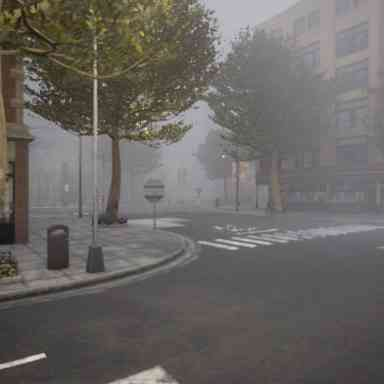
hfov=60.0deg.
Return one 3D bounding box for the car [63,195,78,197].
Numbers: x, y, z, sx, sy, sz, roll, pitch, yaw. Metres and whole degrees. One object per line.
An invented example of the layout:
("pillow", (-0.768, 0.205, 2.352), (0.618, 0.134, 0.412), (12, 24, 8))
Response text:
("car", (-26.321, 1.406, 73.947), (4.786, 1.482, 2.161), (0, 0, -36))
